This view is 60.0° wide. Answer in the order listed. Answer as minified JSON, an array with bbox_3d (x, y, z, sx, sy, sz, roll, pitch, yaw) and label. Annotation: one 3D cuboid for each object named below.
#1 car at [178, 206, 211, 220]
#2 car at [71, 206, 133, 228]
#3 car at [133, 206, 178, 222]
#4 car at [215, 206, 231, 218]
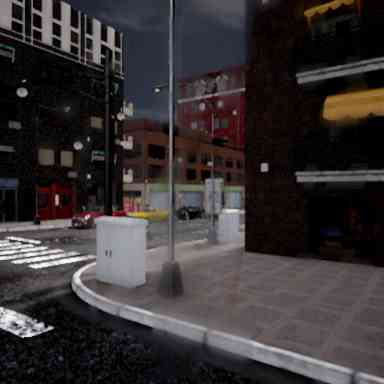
[{"bbox_3d":[-0.310,2.047,33.047,1.947,1.339,4.313,-1,-2,35],"label":"car"},{"bbox_3d":[-6.624,1.713,23.986,1.967,1.590,4.097,-1,-2,35],"label":"car"},{"bbox_3d":[-3.564,1.899,28.376,1.752,1.417,4.829,-1,-2,35],"label":"car"},{"bbox_3d":[2.750,2.107,37.440,1.752,1.417,4.829,-1,-2,35],"label":"car"}]
